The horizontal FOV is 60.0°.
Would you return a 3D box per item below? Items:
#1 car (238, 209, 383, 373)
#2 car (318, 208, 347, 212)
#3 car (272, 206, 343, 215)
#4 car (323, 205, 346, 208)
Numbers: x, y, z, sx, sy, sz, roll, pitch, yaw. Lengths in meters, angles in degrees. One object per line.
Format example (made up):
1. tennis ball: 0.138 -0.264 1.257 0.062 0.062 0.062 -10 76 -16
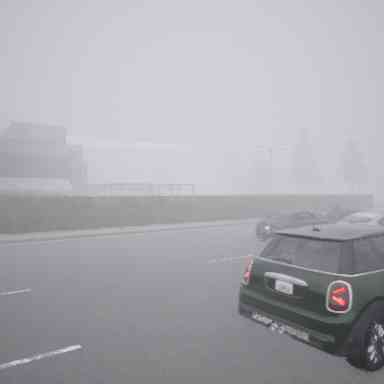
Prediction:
1. car: 3.019 1.352 5.895 4.553 1.767 2.097 0 0 -35
2. car: 7.274 1.526 13.241 4.674 1.442 1.812 0 0 -36
3. car: 4.962 1.564 15.873 4.181 1.385 1.994 0 0 -35
4. car: 10.330 1.601 23.995 4.718 1.301 1.895 0 0 -35
